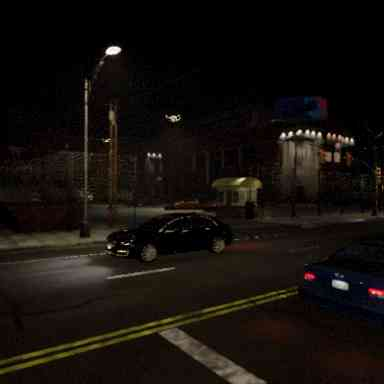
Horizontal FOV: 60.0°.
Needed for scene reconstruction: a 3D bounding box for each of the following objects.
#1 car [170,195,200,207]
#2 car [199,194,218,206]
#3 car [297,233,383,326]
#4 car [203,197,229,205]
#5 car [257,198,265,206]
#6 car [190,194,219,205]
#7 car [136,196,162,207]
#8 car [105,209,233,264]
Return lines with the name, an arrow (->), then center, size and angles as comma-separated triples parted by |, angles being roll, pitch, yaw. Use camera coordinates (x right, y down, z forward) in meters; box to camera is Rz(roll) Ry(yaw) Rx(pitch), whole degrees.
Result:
car -> -0.907, 1.547, 43.858 | 4.193, 1.474, 1.816 | 0, 0, -36
car -> 3.565, 1.397, 37.714 | 4.553, 1.767, 2.185 | 0, 0, -36
car -> 4.490, 1.592, 6.944 | 5.357, 1.411, 2.033 | 0, 0, -35
car -> 4.686, 1.637, 64.919 | 4.786, 1.482, 2.161 | 0, 0, -36
car -> 10.490, 1.659, 56.768 | 4.674, 1.452, 2.002 | 0, 0, -36
car -> 2.491, 1.466, 67.643 | 5.566, 2.045, 2.435 | 0, 0, -36
car -> -7.160, 1.715, 52.296 | 4.718, 1.301, 1.895 | 0, 0, -36
car -> -0.680, 1.541, 12.099 | 4.892, 1.490, 1.837 | 0, 0, -35
